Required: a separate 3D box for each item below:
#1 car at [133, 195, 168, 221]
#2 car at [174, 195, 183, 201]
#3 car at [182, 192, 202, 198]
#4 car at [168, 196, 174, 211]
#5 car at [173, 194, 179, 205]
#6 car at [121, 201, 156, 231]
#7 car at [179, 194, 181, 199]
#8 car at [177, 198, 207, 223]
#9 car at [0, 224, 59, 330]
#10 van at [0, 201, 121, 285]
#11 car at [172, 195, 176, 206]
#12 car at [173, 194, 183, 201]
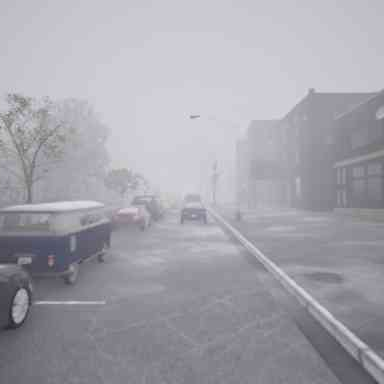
[{"bbox_3d":[-3.641,1.269,27.321,2.435,2.045,5.566,0,0,1],"label":"car"},{"bbox_3d":[-3.621,1.596,92.696,2.163,1.488,4.792,-1,0,2],"label":"car"},{"bbox_3d":[0.119,1.238,42.963,2.150,2.045,5.566,0,0,0],"label":"car"},{"bbox_3d":[-3.635,1.498,37.205,2.097,1.535,5.008,0,0,2],"label":"car"},{"bbox_3d":[-3.621,1.529,53.006,1.946,1.575,5.366,0,0,2],"label":"car"},{"bbox_3d":[-3.644,1.544,20.576,2.002,1.452,4.674,0,0,0],"label":"car"},{"bbox_3d":[-3.625,1.555,59.388,2.097,1.535,5.008,0,0,2],"label":"car"},{"bbox_3d":[0.110,1.478,25.322,1.882,1.535,5.008,0,0,0],"label":"car"},{"bbox_3d":[-3.652,1.480,3.920,2.231,1.521,4.892,0,1,-2],"label":"car"},{"bbox_3d":[-3.644,1.277,9.605,1.878,1.987,4.442,0,0,2],"label":"van"},{"bbox_3d":[-3.633,1.517,42.753,2.097,1.535,5.008,0,0,2],"label":"car"},{"bbox_3d":[-3.614,1.418,87.092,2.185,1.767,4.553,0,0,2],"label":"car"}]
